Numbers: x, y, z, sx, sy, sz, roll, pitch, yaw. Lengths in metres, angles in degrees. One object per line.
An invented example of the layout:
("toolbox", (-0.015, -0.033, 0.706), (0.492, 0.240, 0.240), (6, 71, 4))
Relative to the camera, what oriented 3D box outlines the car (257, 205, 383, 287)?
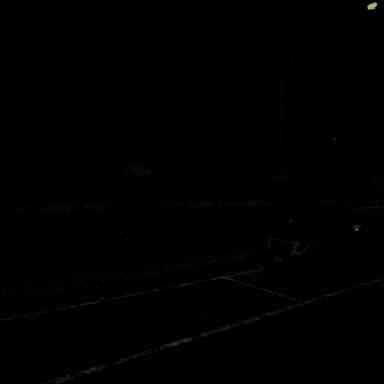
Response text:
("car", (4.124, 1.313, 9.478), (5.009, 1.841, 2.192), (0, 0, -36))
